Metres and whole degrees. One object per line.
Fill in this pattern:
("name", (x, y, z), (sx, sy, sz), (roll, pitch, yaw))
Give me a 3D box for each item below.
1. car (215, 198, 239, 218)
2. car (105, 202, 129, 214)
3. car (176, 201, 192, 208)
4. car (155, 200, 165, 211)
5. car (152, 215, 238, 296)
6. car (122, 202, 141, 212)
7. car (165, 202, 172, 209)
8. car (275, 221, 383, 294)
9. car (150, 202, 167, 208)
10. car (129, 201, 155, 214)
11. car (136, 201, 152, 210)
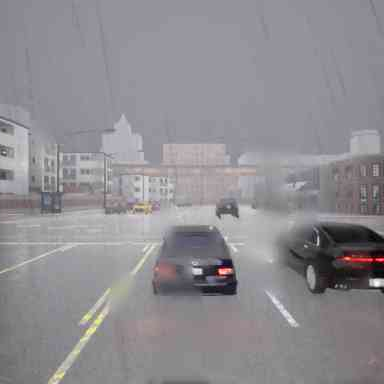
("car", (3.771, 1.705, 36.198), (2.150, 2.045, 5.566), (0, -1, 2))
("car", (-10.132, 2.175, 44.473), (1.812, 1.442, 4.674), (0, -1, 3))
("car", (-1.765, 2.802, 76.571), (1.837, 1.490, 4.892), (-1, -1, 29))
("car", (-6.144, 2.189, 53.686), (2.097, 1.767, 4.553), (0, -1, 4))
("car", (0.059, 1.589, 8.881), (2.033, 1.411, 5.357), (0, 0, 0))
("car", (-9.698, 2.360, 53.562), (1.812, 1.442, 4.674), (0, -1, 5))
("car", (-5.277, 2.661, 64.670), (1.895, 1.301, 4.718), (0, -1, 7))
("car", (3.584, 1.544, 8.877), (1.837, 1.490, 4.892), (0, -1, 0))
("car", (-7.251, 2.817, 72.618), (1.895, 1.301, 4.718), (0, -1, 18))
("car", (-6.616, 2.132, 44.715), (1.882, 1.535, 5.008), (0, -1, 3))
("car", (-8.990, 2.522, 62.568), (1.837, 1.490, 4.892), (0, -1, 6))
